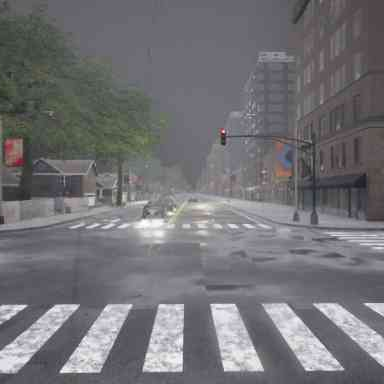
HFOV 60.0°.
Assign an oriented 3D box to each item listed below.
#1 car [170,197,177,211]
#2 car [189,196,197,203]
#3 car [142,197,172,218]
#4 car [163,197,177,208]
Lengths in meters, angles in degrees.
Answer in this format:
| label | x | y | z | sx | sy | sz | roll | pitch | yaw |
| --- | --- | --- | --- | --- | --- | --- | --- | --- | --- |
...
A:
| label | x | y | z | sx | sy | sz | roll | pitch | yaw |
| --- | --- | --- | --- | --- | --- | --- | --- | --- | --- |
| car | -3.274 | 1.371 | 39.865 | 2.097 | 1.767 | 4.553 | 0 | 0 | 0 |
| car | 0.215 | 1.545 | 70.259 | 2.128 | 1.511 | 4.902 | 0 | 0 | 0 |
| car | -3.294 | 1.503 | 30.130 | 2.128 | 1.511 | 4.902 | 0 | 0 | 0 |
| car | -3.251 | 1.554 | 49.822 | 1.812 | 1.442 | 4.674 | 0 | 0 | 0 |
